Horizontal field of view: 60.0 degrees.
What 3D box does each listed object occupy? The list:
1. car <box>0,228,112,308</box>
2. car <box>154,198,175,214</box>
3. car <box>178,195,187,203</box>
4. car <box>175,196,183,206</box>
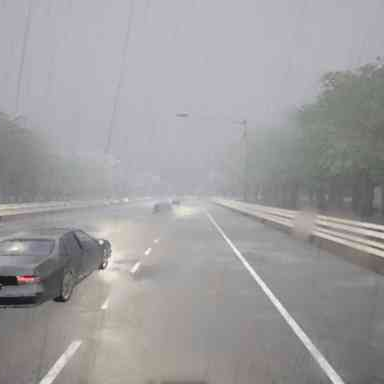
[{"bbox_3d":[-3.494,1.613,8.303,2.033,1.411,5.357,0,0,0],"label":"car"},{"bbox_3d":[-3.411,1.787,39.815,1.882,1.535,5.008,0,0,0],"label":"car"},{"bbox_3d":[-3.236,1.941,93.112,2.150,2.045,5.566,0,0,0],"label":"car"},{"bbox_3d":[-3.314,2.040,68.960,1.837,1.490,4.892,0,0,0],"label":"car"}]
